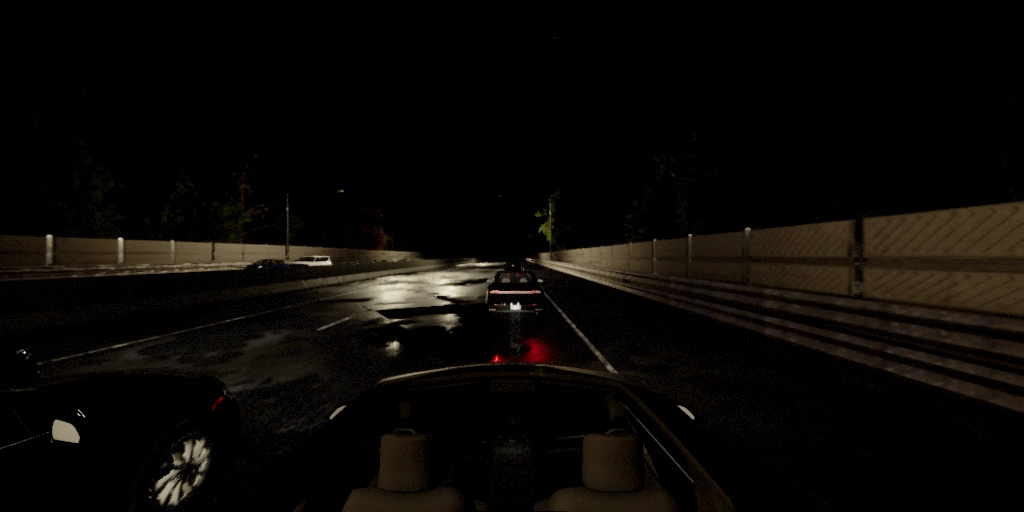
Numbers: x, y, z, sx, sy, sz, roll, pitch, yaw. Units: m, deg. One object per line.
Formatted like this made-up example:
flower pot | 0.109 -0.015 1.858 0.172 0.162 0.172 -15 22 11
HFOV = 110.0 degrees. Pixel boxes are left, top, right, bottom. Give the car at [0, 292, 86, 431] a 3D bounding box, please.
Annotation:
car | -6.899 1.242 2.464 2.128 1.511 4.902 0 0 0

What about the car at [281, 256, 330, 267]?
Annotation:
car | -21.035 0.981 37.523 2.150 2.045 5.566 0 0 1

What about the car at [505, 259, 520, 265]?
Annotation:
car | 0.102 1.190 44.427 2.033 1.649 4.856 0 0 0

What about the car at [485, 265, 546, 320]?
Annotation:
car | 0.101 1.244 12.570 2.128 1.511 4.902 0 0 0

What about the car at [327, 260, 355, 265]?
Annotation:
car | -17.522 1.360 38.653 1.895 1.301 4.718 0 0 1

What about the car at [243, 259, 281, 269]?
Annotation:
car | -24.550 1.110 35.875 2.097 1.767 4.553 0 0 0

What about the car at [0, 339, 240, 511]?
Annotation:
car | -3.399 1.255 1.269 1.837 1.490 4.892 0 0 0
